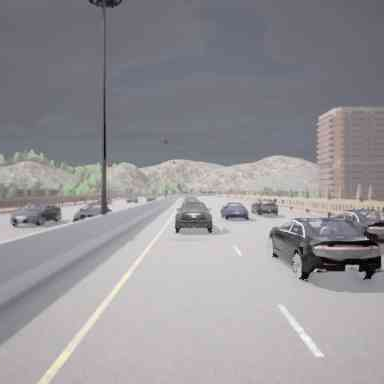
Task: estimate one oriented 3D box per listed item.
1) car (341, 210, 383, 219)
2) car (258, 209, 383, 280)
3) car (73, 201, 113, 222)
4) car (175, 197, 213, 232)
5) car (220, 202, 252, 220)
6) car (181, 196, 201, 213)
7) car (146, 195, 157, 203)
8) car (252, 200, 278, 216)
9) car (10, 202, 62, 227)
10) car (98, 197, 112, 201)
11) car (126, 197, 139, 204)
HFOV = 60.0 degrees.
[{"bbox_3d":[7.099,1.492,14.130,2.128,1.511,4.902,0,0,0],"label":"car"},{"bbox_3d":[3.600,1.492,9.903,2.128,1.511,4.902,0,0,0],"label":"car"},{"bbox_3d":[-7.132,1.565,24.262,1.994,1.385,4.181,0,0,0],"label":"car"},{"bbox_3d":[0.095,1.353,20.246,2.097,1.767,4.553,0,0,0],"label":"car"},{"bbox_3d":[3.532,1.565,28.243,1.994,1.385,4.181,0,0,-1],"label":"car"},{"bbox_3d":[-0.176,1.354,38.217,2.097,1.767,4.553,0,0,-1],"label":"car"},{"bbox_3d":[-8.085,1.418,66.735,1.882,1.535,5.008,0,0,-2],"label":"car"},{"bbox_3d":[6.963,1.493,32.380,2.128,1.511,4.902,0,0,-1],"label":"car"},{"bbox_3d":[-10.624,1.493,23.000,2.128,1.511,4.902,0,0,0],"label":"car"},{"bbox_3d":[-14.841,1.529,56.771,1.812,1.442,4.674,0,0,-1],"label":"car"},{"bbox_3d":[-11.537,1.586,64.807,1.994,1.385,4.181,0,0,-1],"label":"car"}]
